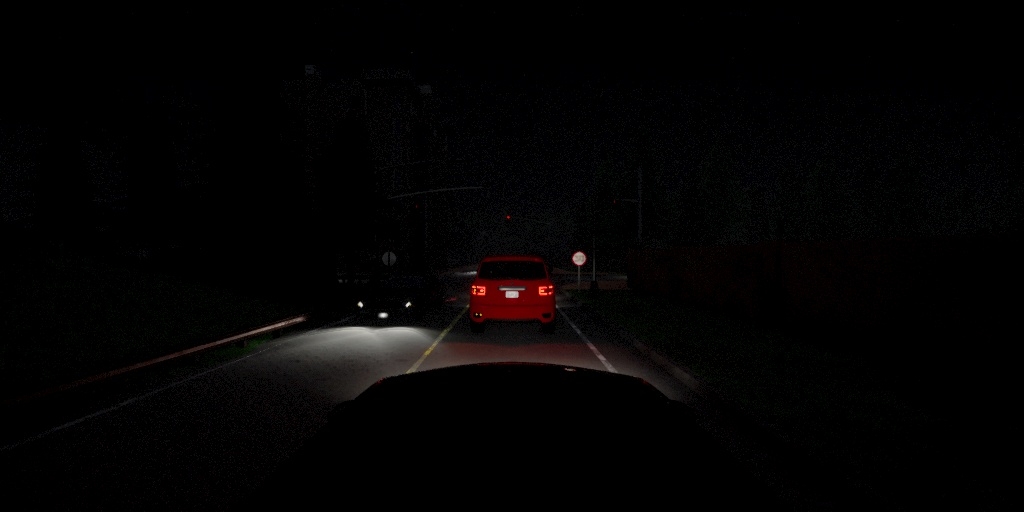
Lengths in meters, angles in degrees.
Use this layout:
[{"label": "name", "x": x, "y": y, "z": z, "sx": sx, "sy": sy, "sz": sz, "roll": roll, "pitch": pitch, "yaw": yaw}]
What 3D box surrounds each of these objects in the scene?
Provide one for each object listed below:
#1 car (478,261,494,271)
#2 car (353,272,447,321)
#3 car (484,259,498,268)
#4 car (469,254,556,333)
[{"label": "car", "x": -3.550, "y": 1.351, "z": 50.041, "sx": 1.895, "sy": 1.301, "sz": 4.718, "roll": 0, "pitch": 0, "yaw": 0}, {"label": "car", "x": -3.625, "y": 1.297, "z": 12.832, "sx": 2.033, "sy": 1.411, "sz": 5.357, "roll": 0, "pitch": 0, "yaw": 1}, {"label": "car", "x": -3.516, "y": 1.297, "z": 60.677, "sx": 2.033, "sy": 1.411, "sz": 5.357, "roll": 0, "pitch": 0, "yaw": 0}, {"label": "car", "x": 0.051, "y": 0.971, "z": 10.871, "sx": 2.150, "sy": 2.045, "sz": 5.566, "roll": 0, "pitch": 0, "yaw": 1}]
